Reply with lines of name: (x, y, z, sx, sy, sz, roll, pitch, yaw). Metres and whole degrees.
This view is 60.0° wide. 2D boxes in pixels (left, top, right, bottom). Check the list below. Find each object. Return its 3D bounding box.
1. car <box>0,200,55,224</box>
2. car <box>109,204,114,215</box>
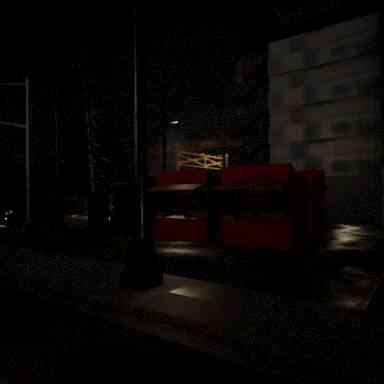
car: (-12.861, 1.490, 26.262, 2.097, 1.767, 4.553, -1, -1, 36)
car: (-7.147, 1.663, 34.109, 1.812, 1.442, 4.674, -1, -1, 36)
